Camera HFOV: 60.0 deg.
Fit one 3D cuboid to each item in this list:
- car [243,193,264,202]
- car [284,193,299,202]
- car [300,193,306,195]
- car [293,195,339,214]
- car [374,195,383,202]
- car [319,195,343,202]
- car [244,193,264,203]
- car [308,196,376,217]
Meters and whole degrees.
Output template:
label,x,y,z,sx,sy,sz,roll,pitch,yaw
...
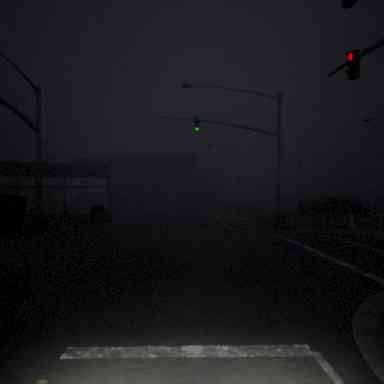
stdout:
label,x,y,z,sx,sy,sz,roll,pitch,yaw
car,12.806,1.124,69.373,3.866,1.878,1.905,0,0,-1
car,20.716,1.142,66.188,4.605,1.855,1.932,0,0,-1
car,20.164,1.334,53.723,4.514,1.523,2.007,0,0,-1
car,12.728,1.352,31.787,5.027,1.636,2.152,0,0,-1
car,38.138,1.196,63.272,5.027,1.636,2.152,0,0,-1
car,30.637,1.347,73.257,4.514,1.523,2.007,0,0,-1
car,12.238,1.405,66.041,3.806,1.475,1.970,0,0,-1
car,12.821,1.359,28.651,4.514,1.523,2.007,0,0,-1
